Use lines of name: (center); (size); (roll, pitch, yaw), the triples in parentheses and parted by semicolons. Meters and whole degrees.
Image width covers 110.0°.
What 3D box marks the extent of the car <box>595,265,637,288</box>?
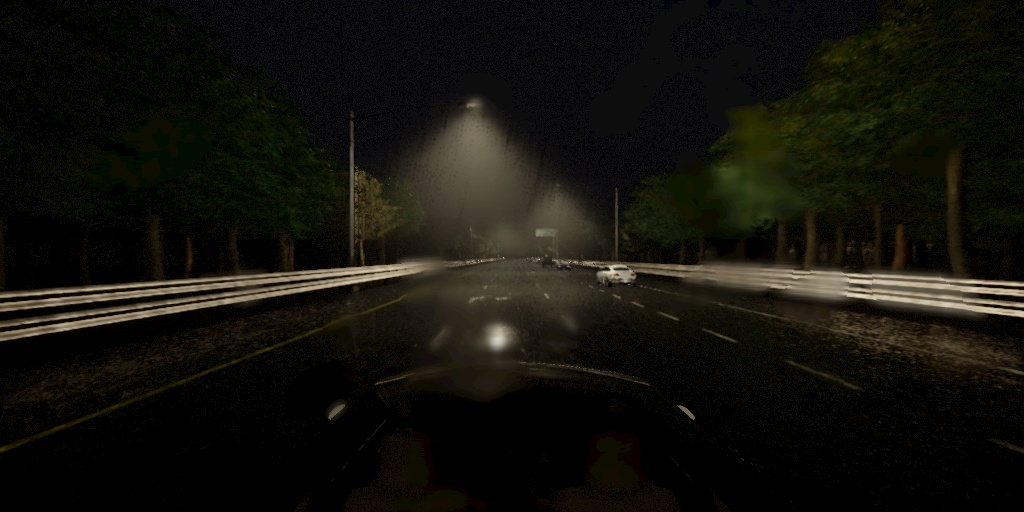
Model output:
car: (7.025, 1.328, 24.455); (1.812, 1.442, 4.674); (0, 0, 0)

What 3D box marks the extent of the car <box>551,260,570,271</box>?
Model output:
car: (7.130, 1.482, 51.531); (1.895, 1.301, 4.718); (0, 0, 0)
